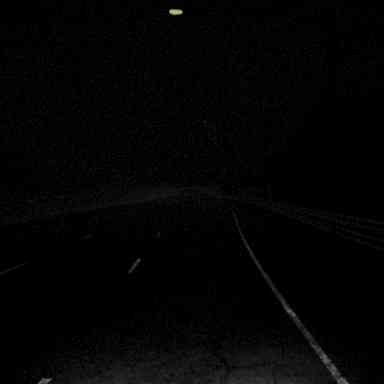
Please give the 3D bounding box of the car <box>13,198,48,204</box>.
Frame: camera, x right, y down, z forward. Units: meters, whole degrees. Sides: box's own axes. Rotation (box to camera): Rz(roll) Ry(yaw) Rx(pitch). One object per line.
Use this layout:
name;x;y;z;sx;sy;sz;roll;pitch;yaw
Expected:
car;-17.570;1.481;37.300;1.882;1.535;5.008;0;0;0

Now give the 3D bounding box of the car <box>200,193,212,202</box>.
car;3.519;1.496;76.093;1.882;1.535;5.008;0;0;0

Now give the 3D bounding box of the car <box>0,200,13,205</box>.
car;-21.069;1.568;37.419;1.994;1.385;4.181;0;0;0
